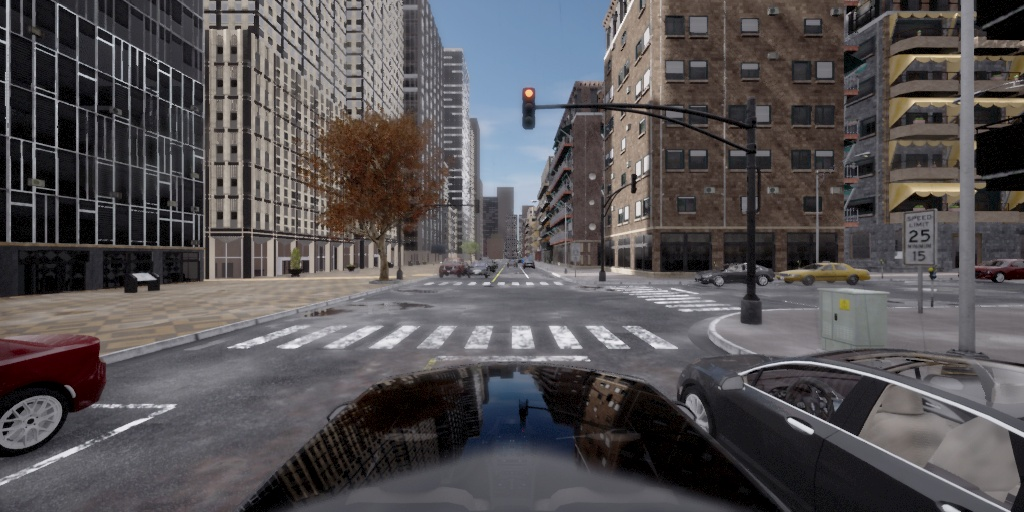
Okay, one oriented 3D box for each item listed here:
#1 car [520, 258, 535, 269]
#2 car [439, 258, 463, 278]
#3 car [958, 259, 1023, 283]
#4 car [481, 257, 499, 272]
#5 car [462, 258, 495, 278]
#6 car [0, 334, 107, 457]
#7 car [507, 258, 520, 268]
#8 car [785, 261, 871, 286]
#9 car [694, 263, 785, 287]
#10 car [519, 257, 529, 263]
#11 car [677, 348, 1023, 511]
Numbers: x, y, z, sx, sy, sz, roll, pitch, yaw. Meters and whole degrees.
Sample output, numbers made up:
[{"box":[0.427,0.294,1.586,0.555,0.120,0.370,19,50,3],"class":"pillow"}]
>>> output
[{"box":[2.686,1.349,56.810,1.948,1.339,4.313,0,0,0],"class":"car"},{"box":[-5.694,1.079,34.719,2.192,1.841,5.009,0,0,0],"class":"car"},{"box":[30.135,0.859,21.919,4.507,1.381,1.888,0,0,-1],"class":"car"},{"box":[-3.102,1.124,44.391,2.097,1.767,4.553,0,0,0],"class":"car"},{"box":[-3.103,1.255,34.209,2.128,1.511,4.902,0,0,0],"class":"car"},{"box":[-5.691,1.295,2.331,1.888,1.381,4.507,0,0,0],"class":"car"},{"box":[0.098,1.284,64.100,2.128,1.511,4.902,0,0,0],"class":"car"},{"box":[18.831,0.993,21.804,4.829,1.417,1.751,0,0,-1],"class":"car"},{"box":[13.434,1.095,21.749,4.403,1.370,2.007,0,0,-1],"class":"car"},{"box":[2.685,1.315,62.503,1.751,1.417,4.829,0,0,0],"class":"car"},{"box":[2.689,1.300,2.332,2.007,1.370,4.403,0,0,0],"class":"car"}]
